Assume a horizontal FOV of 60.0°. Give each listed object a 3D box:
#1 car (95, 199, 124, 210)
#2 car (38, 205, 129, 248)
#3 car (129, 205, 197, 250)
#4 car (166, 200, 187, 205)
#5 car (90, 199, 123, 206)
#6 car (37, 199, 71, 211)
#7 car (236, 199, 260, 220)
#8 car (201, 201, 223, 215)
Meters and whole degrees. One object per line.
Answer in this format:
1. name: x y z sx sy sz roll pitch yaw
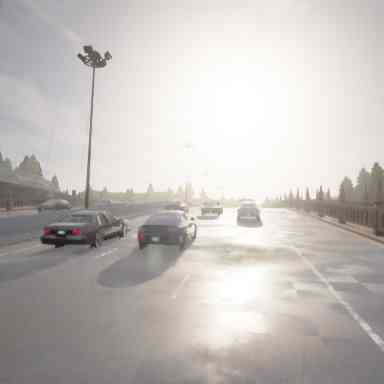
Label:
1. car: -10.713 1.589 43.574 1.895 1.301 4.718 0 0 9
2. car: -4.419 1.544 14.733 2.033 1.411 5.357 0 0 9
3. car: -0.941 1.525 14.282 1.812 1.442 4.674 0 0 9
4. car: -1.546 1.520 33.132 1.812 1.442 4.674 0 0 9
5. car: -8.734 1.466 33.733 1.882 1.535 5.008 0 0 9
6. car: -15.289 1.509 37.109 1.812 1.442 4.674 0 0 9
7. car: 4.699 1.527 27.790 1.812 1.442 4.674 0 -1 9
8. car: 2.093 1.598 33.745 1.895 1.301 4.718 0 0 9
